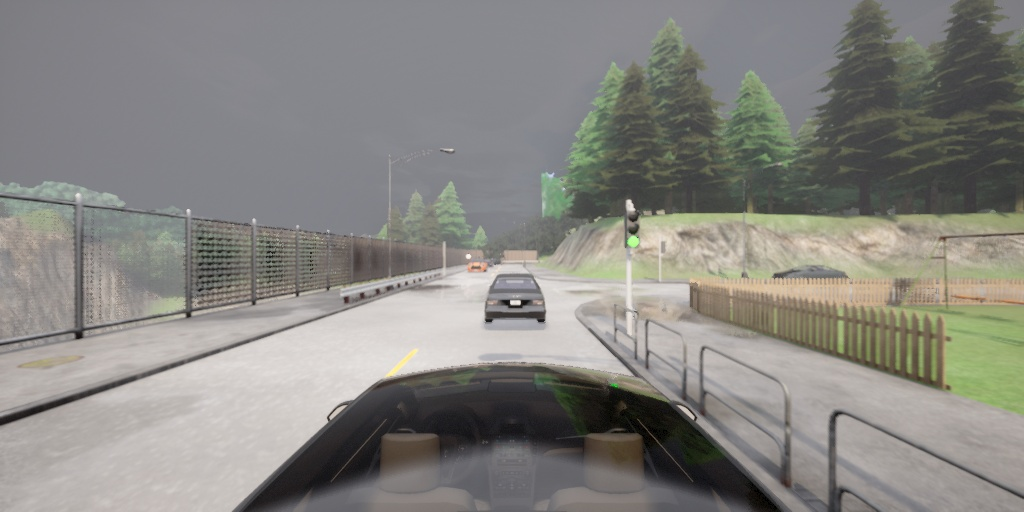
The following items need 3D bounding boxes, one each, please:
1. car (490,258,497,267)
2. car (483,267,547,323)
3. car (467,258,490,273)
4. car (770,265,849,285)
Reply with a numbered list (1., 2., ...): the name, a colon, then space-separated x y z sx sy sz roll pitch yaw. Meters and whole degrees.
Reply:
1. car: -4.043 1.216 57.679 2.033 1.411 5.357 0 0 1
2. car: 0.093 1.283 12.035 2.033 1.411 5.357 0 0 0
3. car: -4.083 1.043 42.842 2.097 1.767 4.553 0 0 0
4. car: 19.633 1.281 23.777 4.181 1.385 1.994 0 0 0
